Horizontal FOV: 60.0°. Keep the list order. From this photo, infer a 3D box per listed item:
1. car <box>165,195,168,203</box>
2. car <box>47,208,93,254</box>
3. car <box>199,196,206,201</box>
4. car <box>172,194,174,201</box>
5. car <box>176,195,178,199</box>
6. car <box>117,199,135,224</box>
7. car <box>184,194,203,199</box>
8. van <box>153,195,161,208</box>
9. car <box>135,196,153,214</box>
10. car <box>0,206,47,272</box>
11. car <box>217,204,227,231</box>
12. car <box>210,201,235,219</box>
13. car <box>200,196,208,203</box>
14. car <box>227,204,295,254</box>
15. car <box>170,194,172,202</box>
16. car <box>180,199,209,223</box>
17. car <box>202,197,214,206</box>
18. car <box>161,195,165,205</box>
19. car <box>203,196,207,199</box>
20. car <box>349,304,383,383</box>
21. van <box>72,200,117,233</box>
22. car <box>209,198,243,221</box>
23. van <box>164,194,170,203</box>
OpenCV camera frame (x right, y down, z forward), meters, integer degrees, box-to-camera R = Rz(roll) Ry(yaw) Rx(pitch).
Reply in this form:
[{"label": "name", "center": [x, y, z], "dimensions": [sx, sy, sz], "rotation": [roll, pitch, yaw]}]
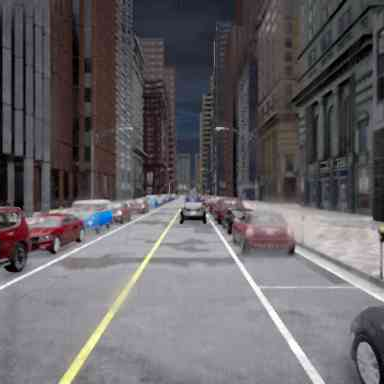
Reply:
[{"label": "car", "center": [-5.790, 1.632, 58.728], "dimensions": [2.008, 1.369, 4.403], "rotation": [0, 0, 0]}, {"label": "car", "center": [-5.771, 1.562, 13.635], "dimensions": [1.887, 1.381, 4.507], "rotation": [0, 0, 0]}, {"label": "car", "center": [2.723, 1.714, 86.920], "dimensions": [1.802, 1.307, 4.206], "rotation": [0, 0, 0]}, {"label": "car", "center": [-5.798, 1.426, 75.638], "dimensions": [2.192, 1.841, 5.009], "rotation": [0, 0, 0]}, {"label": "car", "center": [-5.804, 1.693, 92.547], "dimensions": [2.008, 1.369, 4.403], "rotation": [0, 0, 0]}, {"label": "car", "center": [-5.776, 1.473, 24.909], "dimensions": [1.967, 1.590, 4.097], "rotation": [0, 0, 0]}, {"label": "car", "center": [0.081, 1.284, 45.644], "dimensions": [2.150, 2.045, 5.566], "rotation": [0, 0, 0]}, {"label": "van", "center": [-5.786, 1.404, 47.455], "dimensions": [1.690, 1.788, 3.998], "rotation": [0, 0, 0]}, {"label": "car", "center": [-5.781, 1.488, 36.182], "dimensions": [1.967, 1.590, 4.097], "rotation": [0, 0, 0]}, {"label": "car", "center": [-5.769, 1.325, 7.998], "dimensions": [2.192, 1.841, 5.009], "rotation": [0, 0, 0]}, {"label": "car", "center": [2.752, 1.592, 19.285], "dimensions": [1.947, 1.339, 4.313], "rotation": [0, 0, 0]}, {"label": "car", "center": [2.747, 1.586, 30.558], "dimensions": [1.887, 1.381, 4.507], "rotation": [0, 0, 0]}, {"label": "car", "center": [2.728, 1.694, 75.647], "dimensions": [1.802, 1.307, 4.206], "rotation": [0, 0, 0]}, {"label": "car", "center": [2.754, 1.459, 13.648], "dimensions": [1.967, 1.590, 4.097], "rotation": [0, 0, 0]}, {"label": "car", "center": [-5.795, 1.541, 70.001], "dimensions": [1.967, 1.590, 4.097], "rotation": [0, 0, 0]}, {"label": "car", "center": [0.090, 1.538, 25.946], "dimensions": [2.163, 1.488, 4.792], "rotation": [0, 0, 0]}, {"label": "car", "center": [2.735, 1.647, 58.738], "dimensions": [1.947, 1.339, 4.313], "rotation": [0, 0, 0]}, {"label": "car", "center": [-5.788, 1.597, 52.922], "dimensions": [1.752, 1.417, 4.829], "rotation": [0, 0, 0]}, {"label": "car", "center": [2.739, 1.504, 47.466], "dimensions": [1.967, 1.590, 4.097], "rotation": [0, 0, 0]}, {"label": "car", "center": [2.759, 1.554, 2.376], "dimensions": [2.008, 1.369, 4.403], "rotation": [0, 0, 0]}, {"label": "van", "center": [-5.774, 1.366, 19.272], "dimensions": [1.690, 1.788, 3.998], "rotation": [0, 0, 0]}, {"label": "car", "center": [2.749, 1.348, 24.922], "dimensions": [2.192, 1.841, 5.009], "rotation": [0, 0, 0]}, {"label": "van", "center": [-5.793, 1.432, 64.365], "dimensions": [1.690, 1.788, 3.998], "rotation": [0, 0, 0]}]
